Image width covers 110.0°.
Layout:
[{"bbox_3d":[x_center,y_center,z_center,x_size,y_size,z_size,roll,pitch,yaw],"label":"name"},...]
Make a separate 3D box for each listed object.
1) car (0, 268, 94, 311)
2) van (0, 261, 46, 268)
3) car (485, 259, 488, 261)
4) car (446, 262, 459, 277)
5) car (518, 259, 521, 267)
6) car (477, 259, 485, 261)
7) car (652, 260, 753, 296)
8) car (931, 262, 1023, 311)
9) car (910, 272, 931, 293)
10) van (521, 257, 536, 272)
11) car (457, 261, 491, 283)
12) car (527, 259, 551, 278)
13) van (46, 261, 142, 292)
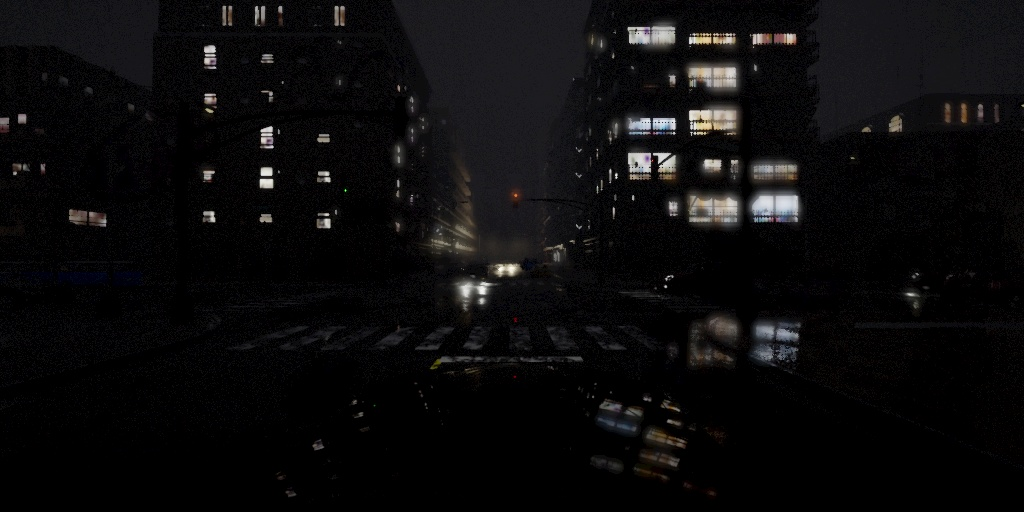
[{"bbox_3d":[-19.364,1.290,13.646,4.403,1.370,2.007,0,0,1],"label":"car"},{"bbox_3d":[-30.447,1.201,21.674,3.998,1.789,1.690,0,0,1],"label":"van"},{"bbox_3d":[-5.444,1.318,58.465,1.751,1.417,4.829,0,0,0],"label":"car"},{"bbox_3d":[-5.522,1.317,36.004,2.007,1.370,4.403,0,0,0],"label":"car"},{"bbox_3d":[2.449,1.100,53.054,2.192,1.841,5.009,0,0,0],"label":"car"},{"bbox_3d":[-5.431,1.367,52.977,1.802,1.307,4.207,0,0,0],"label":"car"},{"bbox_3d":[9.749,1.103,18.685,4.553,1.767,2.097,0,-1,1],"label":"car"},{"bbox_3d":[18.663,1.103,13.140,4.097,1.591,1.967,0,0,1],"label":"car"},{"bbox_3d":[23.645,1.073,18.500,4.553,1.767,2.097,0,-1,1],"label":"car"},{"bbox_3d":[2.495,1.119,47.400,1.690,1.789,3.998,0,0,0],"label":"van"},{"bbox_3d":[-2.809,1.328,28.212,1.994,1.385,4.181,0,0,0],"label":"car"},{"bbox_3d":[2.623,1.290,33.567,1.751,1.417,4.829,0,0,0],"label":"car"},{"bbox_3d":[-24.853,1.191,21.599,3.998,1.789,1.690,0,0,1],"label":"van"}]
